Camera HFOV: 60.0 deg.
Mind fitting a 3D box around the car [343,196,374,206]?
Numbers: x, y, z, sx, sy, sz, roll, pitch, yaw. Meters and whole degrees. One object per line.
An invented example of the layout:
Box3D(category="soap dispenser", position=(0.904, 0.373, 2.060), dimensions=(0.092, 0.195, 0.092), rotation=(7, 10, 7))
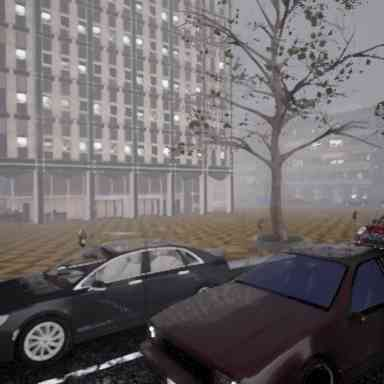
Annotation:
Box3D(category="car", position=(26.070, 1.650, 52.464), dimensions=(2.008, 1.369, 4.403), rotation=(-2, 0, -36))

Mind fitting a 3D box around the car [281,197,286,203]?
Box3D(category="car", position=(19.918, 1.751, 75.507), dimensions=(1.967, 1.590, 4.097), rotation=(-2, 0, -36))

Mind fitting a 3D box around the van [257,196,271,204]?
Box3D(category="van", position=(15.082, 1.716, 67.833), dimensions=(1.690, 1.788, 3.998), rotation=(-2, 0, -36))

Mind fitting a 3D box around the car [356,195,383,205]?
Box3D(category="car", position=(31.758, 1.455, 59.336), dimensions=(1.967, 1.590, 4.097), rotation=(-2, 0, -36))

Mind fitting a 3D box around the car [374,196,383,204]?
Box3D(category="car", position=(29.332, 1.569, 47.950), dimensions=(2.008, 1.369, 4.403), rotation=(-2, 0, -36))

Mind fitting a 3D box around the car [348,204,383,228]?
Box3D(category="car", position=(7.742, 1.354, 12.074), dimensions=(4.097, 1.590, 1.967), rotation=(0, 0, -35))

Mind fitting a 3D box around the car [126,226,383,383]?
Box3D(category="car", position=(2.002, 1.519, 4.800), dimensions=(5.357, 1.411, 2.033), rotation=(0, 0, -35))

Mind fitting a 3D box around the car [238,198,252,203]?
Box3D(category="car", position=(13.395, 2.057, 84.532), dimensions=(1.802, 1.307, 4.206), rotation=(-2, 0, -36))

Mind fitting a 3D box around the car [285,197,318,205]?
Box3D(category="car", position=(19.998, 1.796, 60.944), dimensions=(1.887, 1.381, 4.507), rotation=(-2, 0, -36))

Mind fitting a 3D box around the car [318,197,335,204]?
Box3D(category="car", position=(26.506, 1.728, 66.524), dimensions=(1.802, 1.307, 4.206), rotation=(-2, 0, -36))

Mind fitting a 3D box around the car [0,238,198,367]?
Box3D(category="car", position=(-1.264, 1.537, 5.663), dimensions=(4.403, 1.369, 2.008), rotation=(0, 0, -35))
